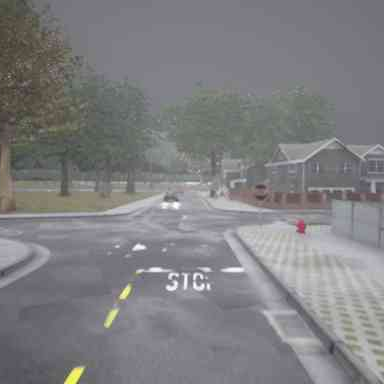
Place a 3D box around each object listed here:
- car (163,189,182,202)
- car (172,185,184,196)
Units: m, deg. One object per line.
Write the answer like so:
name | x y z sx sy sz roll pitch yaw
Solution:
car | -2.742 0.633 43.537 1.895 1.301 4.718 0 1 0
car | -2.738 -0.393 67.735 2.150 2.045 5.566 0 1 0
